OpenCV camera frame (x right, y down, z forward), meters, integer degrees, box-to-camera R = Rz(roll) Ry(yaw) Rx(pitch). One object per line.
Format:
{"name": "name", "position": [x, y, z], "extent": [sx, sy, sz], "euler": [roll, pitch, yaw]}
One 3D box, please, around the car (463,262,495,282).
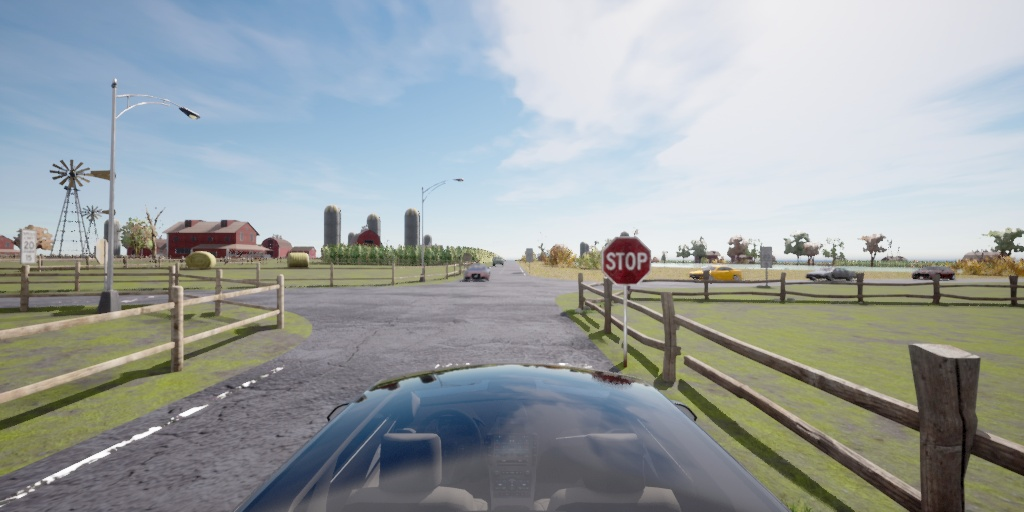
{"name": "car", "position": [-2.729, 1.347, 29.094], "extent": [1.994, 1.385, 4.181], "euler": [0, 0, 0]}

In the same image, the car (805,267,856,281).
{"name": "car", "position": [33.155, 1.883, 37.256], "extent": [5.357, 1.411, 2.033], "euler": [1, -1, -19]}

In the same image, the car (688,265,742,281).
{"name": "car", "position": [17.927, 1.570, 31.704], "extent": [5.008, 1.535, 1.882], "euler": [1, -1, -21]}
